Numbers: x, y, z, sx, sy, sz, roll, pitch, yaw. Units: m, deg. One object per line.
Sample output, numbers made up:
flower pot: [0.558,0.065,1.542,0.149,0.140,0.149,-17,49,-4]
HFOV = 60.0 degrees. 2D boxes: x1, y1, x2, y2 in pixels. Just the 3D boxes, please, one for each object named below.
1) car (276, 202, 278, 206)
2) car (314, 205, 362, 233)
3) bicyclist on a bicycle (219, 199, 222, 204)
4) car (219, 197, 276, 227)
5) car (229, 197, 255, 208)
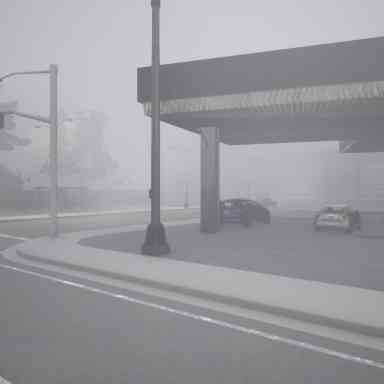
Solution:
car: [10.517,1.547,47.966,2.033,1.411,5.357,0,0,37]
car: [8.504,1.456,19.228,1.970,1.475,3.806,0,0,37]
bicyclist on a bicycle: [2.550,1.387,29.682,0.582,1.620,1.656,0,-9,-36]
car: [3.430,1.295,22.027,2.242,1.667,4.611,0,0,37]
car: [7.530,1.505,49.816,1.837,1.490,4.892,0,0,36]
